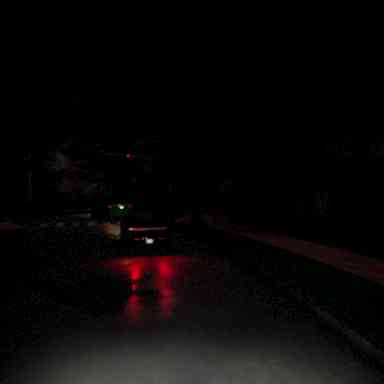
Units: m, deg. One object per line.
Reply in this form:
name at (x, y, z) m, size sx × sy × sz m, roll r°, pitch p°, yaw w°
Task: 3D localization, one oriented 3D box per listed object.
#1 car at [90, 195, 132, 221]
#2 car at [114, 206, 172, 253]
car at (-6.851, 1.284, 28.134) m, size 2.150 × 2.045 × 5.566 m, roll 1°, pitch 0°, yaw -31°
car at (-2.089, 1.548, 14.174) m, size 2.128 × 1.511 × 4.902 m, roll 0°, pitch 0°, yaw -14°
